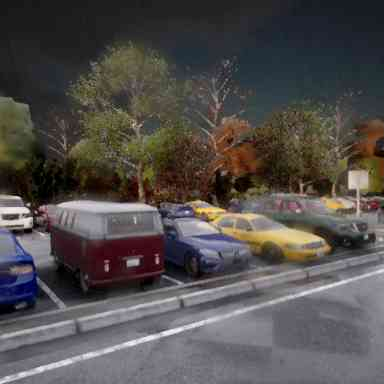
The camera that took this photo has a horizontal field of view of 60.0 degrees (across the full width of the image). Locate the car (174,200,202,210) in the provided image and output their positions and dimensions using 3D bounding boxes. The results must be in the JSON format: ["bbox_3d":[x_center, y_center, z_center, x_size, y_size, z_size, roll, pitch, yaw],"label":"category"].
[{"bbox_3d":[-1.701,1.485,25.498,2.163,1.488,4.792,0,0,-36],"label":"car"}]

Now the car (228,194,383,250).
[{"bbox_3d":[4.392,1.211,13.704,2.435,2.045,5.566,0,0,-36],"label":"car"}]

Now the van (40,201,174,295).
[{"bbox_3d":[-2.533,1.263,8.930,1.878,1.987,4.442,0,0,-36],"label":"van"}]

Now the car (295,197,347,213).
[{"bbox_3d":[14.122,1.393,36.775,2.097,1.535,5.008,0,0,-36],"label":"car"}]

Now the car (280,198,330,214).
[{"bbox_3d":[11.862,1.442,35.160,2.002,1.452,4.674,0,0,-36],"label":"car"}]

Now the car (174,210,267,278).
[{"bbox_3d":[-0.186,1.520,10.468,2.002,1.452,4.674,0,0,-36],"label":"car"}]

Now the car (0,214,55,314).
[{"bbox_3d":[-4.741,1.498,7.200,2.097,1.535,5.008,0,0,-36],"label":"car"}]

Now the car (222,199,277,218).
[{"bbox_3d":[5.106,1.458,30.296,2.163,1.488,4.792,0,0,-36],"label":"car"}]

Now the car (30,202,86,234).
[{"bbox_3d":[-8.460,1.483,20.634,2.097,1.535,5.008,0,0,-36],"label":"car"}]

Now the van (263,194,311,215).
[{"bbox_3d":[9.534,1.185,33.643,1.878,1.987,4.442,0,0,-36],"label":"van"}]

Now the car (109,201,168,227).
[{"bbox_3d":[-3.945,1.466,23.865,2.231,1.521,4.892,0,0,-36],"label":"car"}]

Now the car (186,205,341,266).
[{"bbox_3d":[2.203,1.468,11.946,1.946,1.575,5.366,0,0,-36],"label":"car"}]

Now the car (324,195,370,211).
[{"bbox_3d":[18.615,1.251,40.034,2.185,1.767,4.553,0,0,-36],"label":"car"}]

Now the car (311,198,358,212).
[{"bbox_3d":[16.377,1.425,38.392,2.002,1.452,4.674,0,0,-36],"label":"car"}]

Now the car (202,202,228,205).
[{"bbox_3d":[0.681,1.444,26.938,1.946,1.575,5.366,0,0,-36],"label":"car"}]

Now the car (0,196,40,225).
[{"bbox_3d":[-10.698,1.241,18.991,2.435,2.045,5.566,0,0,-36],"label":"car"}]
